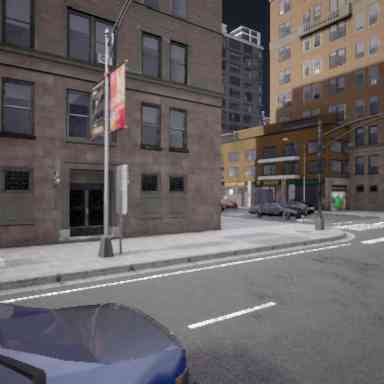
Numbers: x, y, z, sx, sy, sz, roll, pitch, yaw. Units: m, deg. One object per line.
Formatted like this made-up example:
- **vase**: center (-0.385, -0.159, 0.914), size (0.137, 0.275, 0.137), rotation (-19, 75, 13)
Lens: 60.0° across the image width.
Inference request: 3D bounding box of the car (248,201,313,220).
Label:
- **car**: center (7.402, 1.574, 29.134), size (2.033, 1.411, 5.357), rotation (0, 0, -37)

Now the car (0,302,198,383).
- **car**: center (-2.470, 1.546, 1.924), size (5.357, 1.411, 2.033), rotation (0, 0, -36)

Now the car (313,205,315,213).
- **car**: center (10.522, 1.622, 34.260), size (1.947, 1.339, 4.313), rotation (0, 0, -35)

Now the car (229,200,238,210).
- **car**: center (4.165, 1.636, 43.264), size (1.802, 1.307, 4.206), rotation (0, 0, -35)

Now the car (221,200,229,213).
- **car**: center (1.625, 1.625, 37.346), size (1.895, 1.301, 4.718), rotation (0, 0, -35)
